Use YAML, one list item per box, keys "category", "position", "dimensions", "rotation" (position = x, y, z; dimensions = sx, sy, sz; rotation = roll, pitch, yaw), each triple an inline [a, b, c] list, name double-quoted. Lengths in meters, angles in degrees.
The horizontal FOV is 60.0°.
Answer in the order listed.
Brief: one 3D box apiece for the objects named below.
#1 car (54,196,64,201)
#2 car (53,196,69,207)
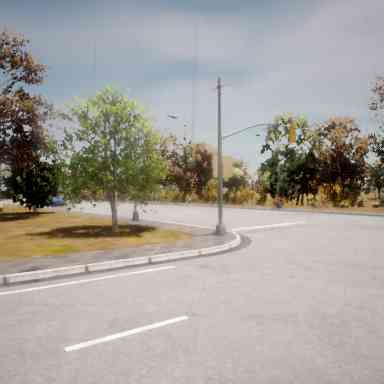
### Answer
- category: "car"
  position: [-35.265, 1.714, 88.256]
  dimensions: [1.895, 1.301, 4.718]
  rotation: [-1, 0, -28]
- category: "car"
  position: [-19.797, 1.449, 49.103]
  dimensions: [1.882, 1.535, 5.008]
  rotation: [-1, 0, -38]
